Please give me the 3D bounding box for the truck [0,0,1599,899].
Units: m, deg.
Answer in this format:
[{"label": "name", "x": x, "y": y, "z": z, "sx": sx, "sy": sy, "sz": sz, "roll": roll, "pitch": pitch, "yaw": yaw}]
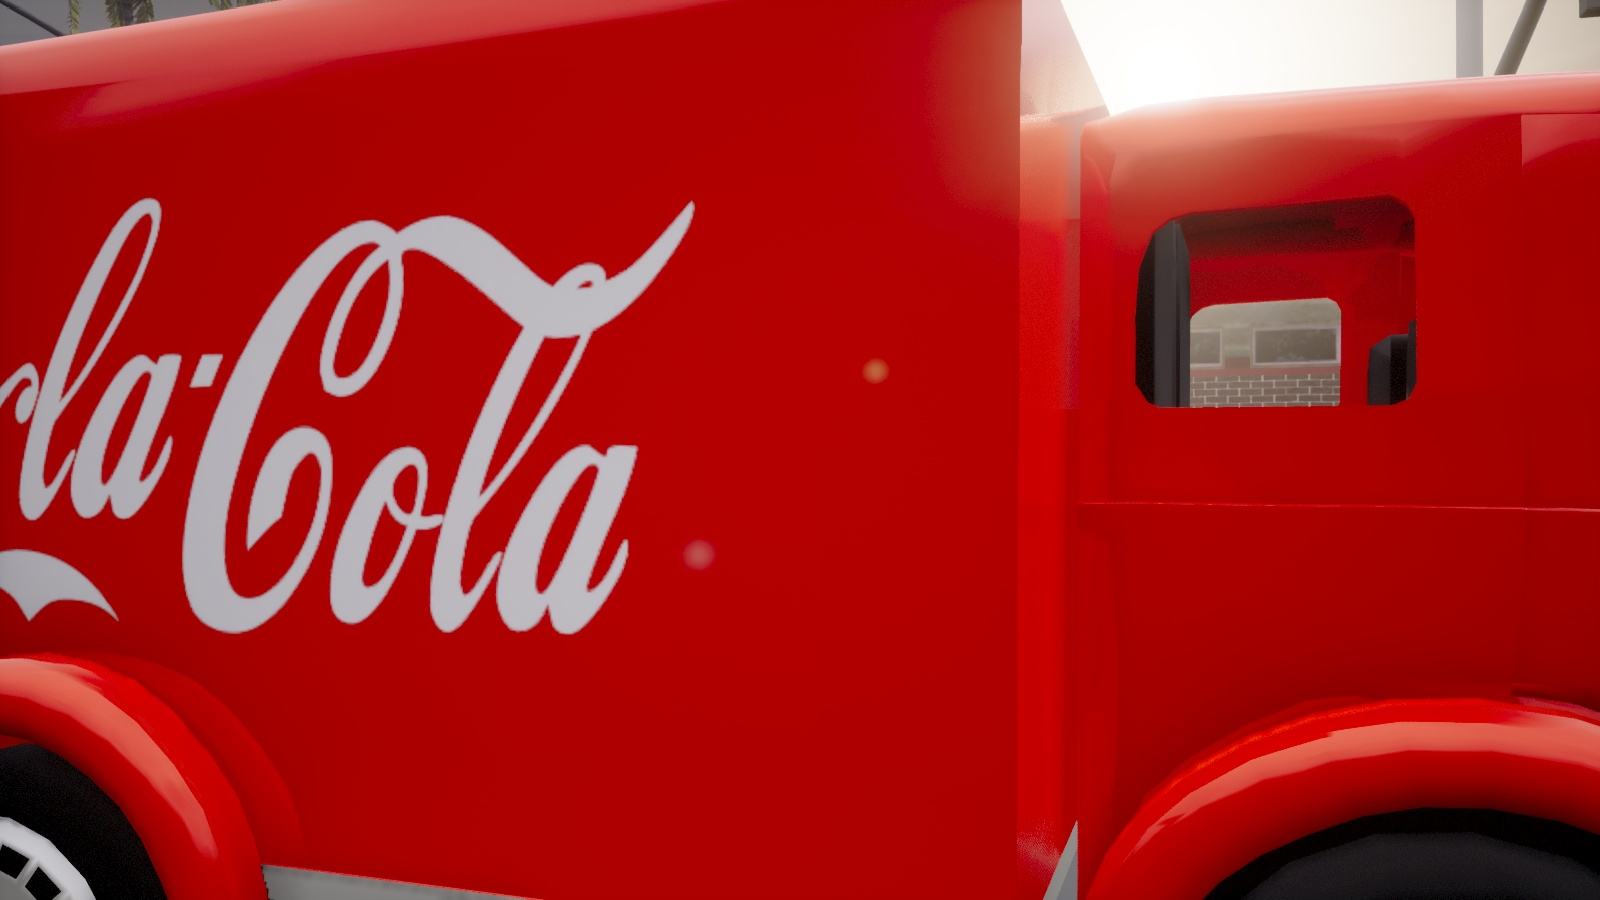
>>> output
[{"label": "truck", "x": -0.068, "y": 0.283, "z": 3.233, "sx": 5.204, "sy": 2.467, "sz": 2.627, "roll": 1, "pitch": 1, "yaw": 20}]
